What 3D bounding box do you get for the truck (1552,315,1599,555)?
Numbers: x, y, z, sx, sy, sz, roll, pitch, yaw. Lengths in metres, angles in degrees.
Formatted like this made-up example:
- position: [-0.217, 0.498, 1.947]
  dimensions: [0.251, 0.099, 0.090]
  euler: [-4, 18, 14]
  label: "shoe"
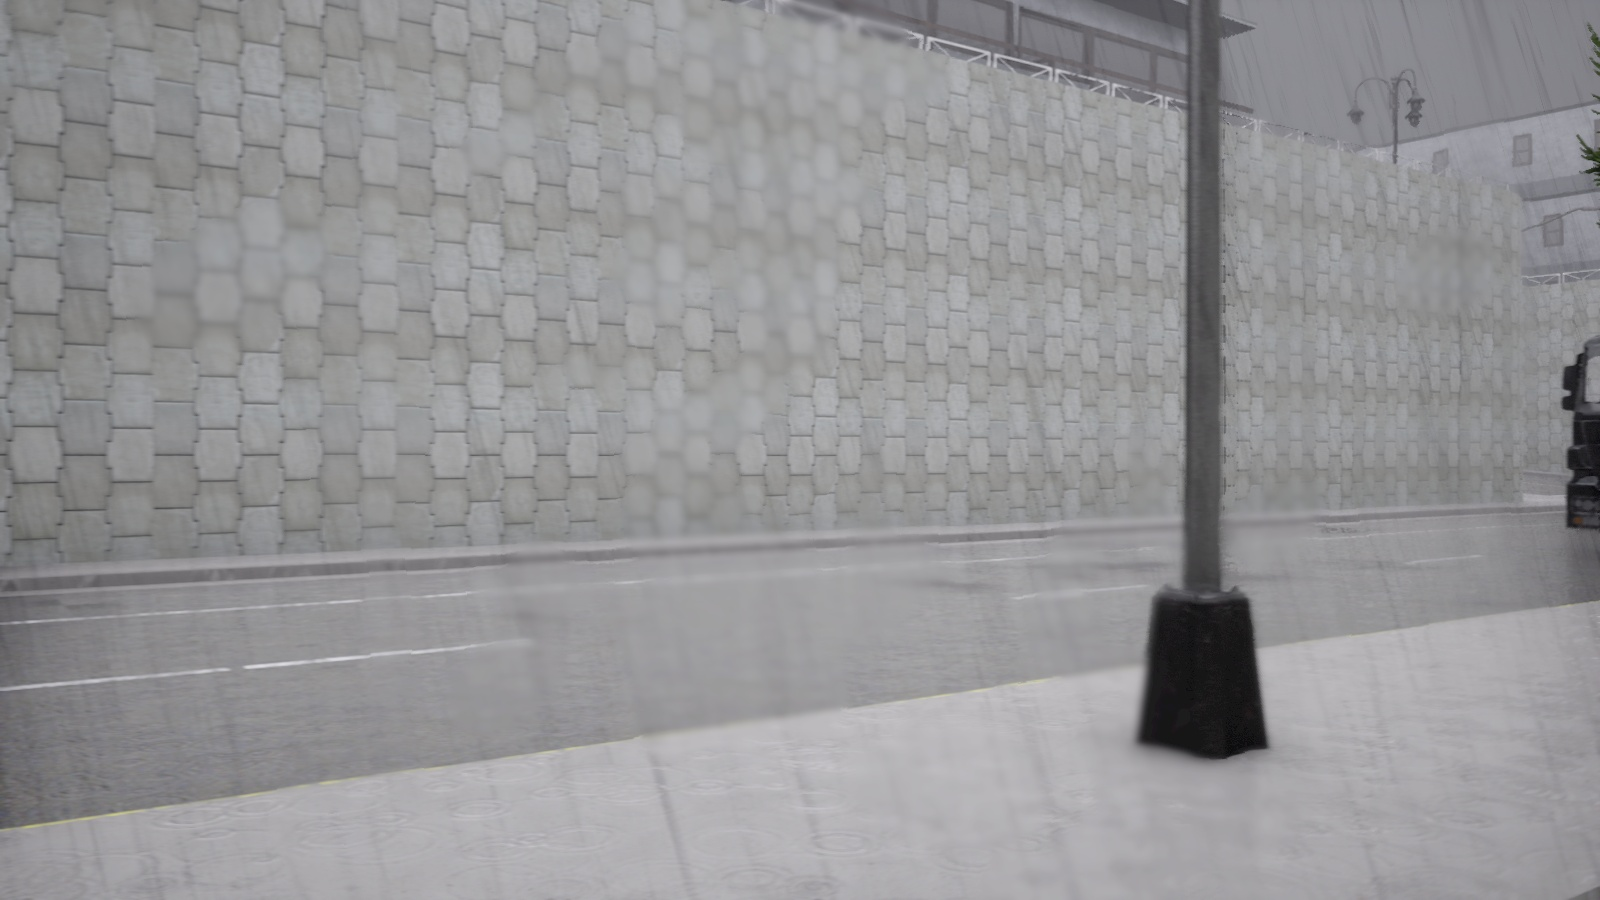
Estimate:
- position: [15.292, -0.221, 19.789]
  dimensions: [7.936, 3.462, 2.891]
  euler: [0, 0, -35]
  label: "truck"
